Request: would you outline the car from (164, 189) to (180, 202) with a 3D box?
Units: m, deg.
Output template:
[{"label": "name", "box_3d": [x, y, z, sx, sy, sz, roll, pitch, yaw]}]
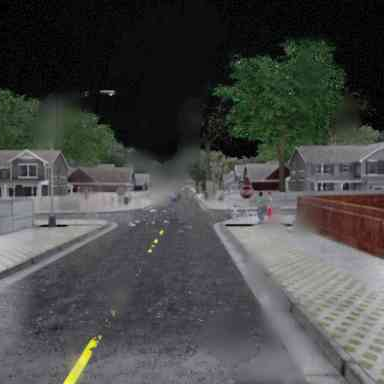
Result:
[{"label": "car", "box_3d": [-3.302, 0.783, 52.171, 1.882, 1.535, 5.008, 0, 1, 0]}]

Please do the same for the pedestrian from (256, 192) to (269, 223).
[{"label": "pedestrian", "box_3d": [4.038, 0.888, 19.133, 0.375, 1.860, 0.375, 0, 1, -1]}]

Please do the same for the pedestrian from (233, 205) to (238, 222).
[{"label": "pedestrian", "box_3d": [2.695, 1.254, 20.327, 0.500, 1.100, 0.500, 0, 1, -1]}]

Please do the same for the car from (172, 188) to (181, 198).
[{"label": "car", "box_3d": [-3.379, 0.318, 67.670, 2.150, 2.045, 5.566, 0, 1, 0]}]

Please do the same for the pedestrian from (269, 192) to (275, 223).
[{"label": "pedestrian", "box_3d": [4.609, 0.883, 19.738, 0.375, 1.860, 0.375, 0, 1, -1]}]
